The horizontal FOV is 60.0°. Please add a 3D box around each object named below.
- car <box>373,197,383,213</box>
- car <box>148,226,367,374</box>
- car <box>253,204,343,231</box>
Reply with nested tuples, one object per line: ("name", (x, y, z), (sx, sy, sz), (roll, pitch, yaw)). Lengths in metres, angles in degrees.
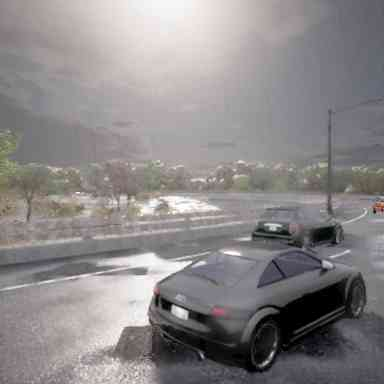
("car", (20.845, 1.360, 36.047), (2.097, 1.767, 4.553), (0, 0, 29))
("car", (1.328, 1.562, 5.746), (4.181, 1.385, 1.994), (0, 0, -42))
("car", (4.437, 1.349, 13.658), (2.097, 1.767, 4.553), (0, 0, 44))
